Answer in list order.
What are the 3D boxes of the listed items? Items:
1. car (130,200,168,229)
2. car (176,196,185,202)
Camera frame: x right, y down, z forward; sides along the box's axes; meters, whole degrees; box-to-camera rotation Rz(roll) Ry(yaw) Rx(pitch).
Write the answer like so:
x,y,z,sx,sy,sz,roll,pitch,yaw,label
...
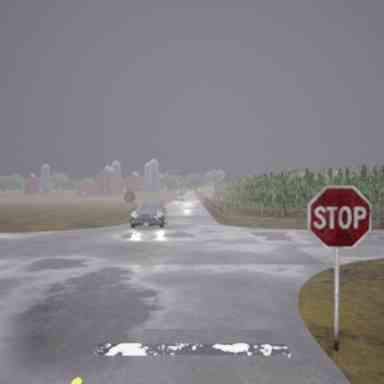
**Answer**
x,y,z,sx,sy,sz,roll,pitch,yaw,label
-2.740,1.354,22.126,2.097,1.767,4.553,0,0,0,car
-2.713,1.608,76.075,1.812,1.442,4.674,0,0,0,car
